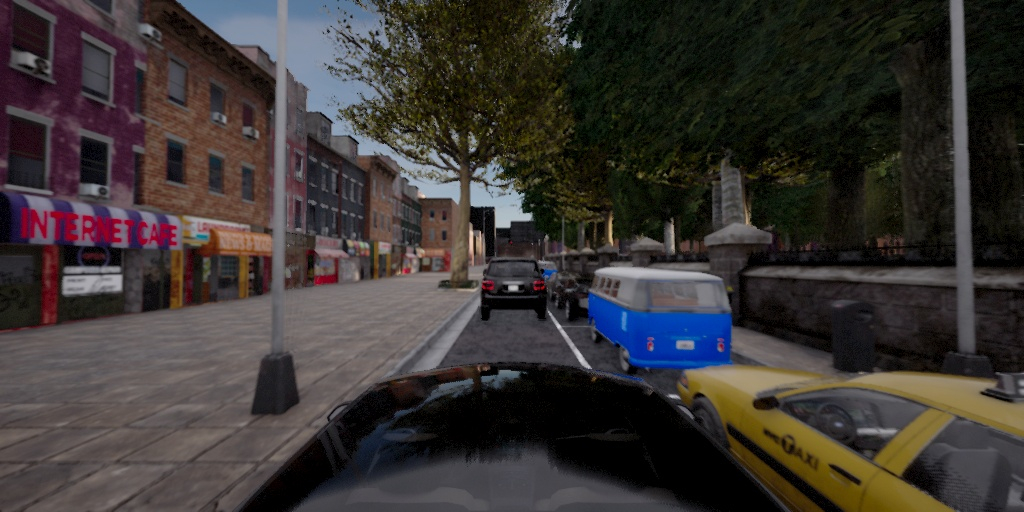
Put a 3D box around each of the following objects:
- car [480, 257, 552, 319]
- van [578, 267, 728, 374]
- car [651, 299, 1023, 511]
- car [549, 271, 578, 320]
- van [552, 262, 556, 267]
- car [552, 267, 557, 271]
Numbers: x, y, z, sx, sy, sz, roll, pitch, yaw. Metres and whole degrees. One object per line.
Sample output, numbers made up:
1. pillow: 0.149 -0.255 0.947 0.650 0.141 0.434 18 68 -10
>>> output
1. car: 0.066 1.077 13.484 2.150 2.045 5.566 0 0 0
2. van: 2.638 1.139 7.319 1.690 1.789 3.998 0 0 0
3. car: 2.639 1.277 2.041 1.751 1.417 4.829 0 0 0
4. car: 2.637 1.414 12.769 1.948 1.339 4.313 0 0 0
5. van: 2.635 1.345 29.116 1.690 1.789 3.998 0 0 0
6. car: 2.636 1.449 18.217 2.007 1.370 4.403 0 0 0
